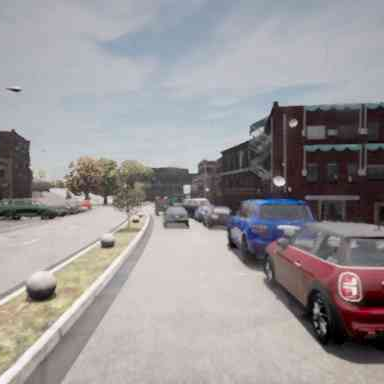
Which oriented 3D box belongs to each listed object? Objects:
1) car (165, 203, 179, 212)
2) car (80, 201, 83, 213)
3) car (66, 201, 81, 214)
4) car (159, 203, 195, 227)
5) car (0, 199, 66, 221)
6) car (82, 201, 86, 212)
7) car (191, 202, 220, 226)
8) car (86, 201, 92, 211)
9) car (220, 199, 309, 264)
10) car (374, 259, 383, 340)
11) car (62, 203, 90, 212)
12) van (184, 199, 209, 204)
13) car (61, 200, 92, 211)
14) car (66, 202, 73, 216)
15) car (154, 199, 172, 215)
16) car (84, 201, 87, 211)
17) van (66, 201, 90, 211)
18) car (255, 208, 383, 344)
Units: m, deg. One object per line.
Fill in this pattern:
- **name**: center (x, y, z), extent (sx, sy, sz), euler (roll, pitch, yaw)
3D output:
- **car**: center (-3.500, 2.642, 57.355), extent (1.812, 1.442, 4.674), euler (0, -2, -12)
- **car**: center (-18.017, 2.396, 45.865), extent (4.792, 1.488, 2.163), euler (0, -2, -11)
- **car**: center (-17.480, 2.282, 43.188), extent (4.892, 1.521, 2.231), euler (0, -2, -10)
- **car**: center (-1.263, 1.790, 25.070), extent (2.033, 1.411, 5.357), euler (0, -1, -6)
- **car**: center (-15.720, 1.692, 32.288), extent (5.566, 2.045, 2.435), euler (0, -1, -7)
- **car**: center (-18.490, 2.479, 48.552), extent (4.792, 1.488, 2.163), euler (0, -2, -11)
- **car**: center (1.306, 1.828, 28.753), extent (2.002, 1.452, 4.674), euler (0, -1, -6)
- **car**: center (-19.478, 2.606, 53.924), extent (5.366, 1.575, 1.946), euler (0, -2, -12)
- **car**: center (2.681, 1.283, 12.229), extent (2.435, 2.045, 5.566), euler (0, 0, -2)
- **car**: center (3.015, 1.478, 0.987), extent (2.231, 1.521, 4.892), euler (0, 0, 0)
- **car**: center (-21.513, 2.862, 61.726), extent (4.792, 1.488, 2.163), euler (0, -2, -14)
- **van**: center (0.643, 1.695, 34.390), extent (1.878, 1.987, 4.442), euler (0, -1, -7)
- **car**: center (-22.264, 2.653, 64.355), extent (5.566, 2.045, 2.435), euler (0, -1, -15)
- **car**: center (-16.516, 2.132, 37.685), extent (4.792, 1.488, 2.163), euler (0, -2, -9)
- **car**: center (-3.625, 1.923, 42.912), extent (2.150, 2.045, 5.566), euler (0, -2, -9)
- **car**: center (-19.078, 2.571, 51.218), extent (4.674, 1.452, 2.002), euler (0, -2, -12)
- **van**: center (-22.839, 2.745, 67.042), extent (4.442, 1.987, 1.878), euler (0, -1, -15)
- **car**: center (2.899, 1.369, 6.622), extent (2.185, 1.767, 4.553), euler (0, 0, -1)
